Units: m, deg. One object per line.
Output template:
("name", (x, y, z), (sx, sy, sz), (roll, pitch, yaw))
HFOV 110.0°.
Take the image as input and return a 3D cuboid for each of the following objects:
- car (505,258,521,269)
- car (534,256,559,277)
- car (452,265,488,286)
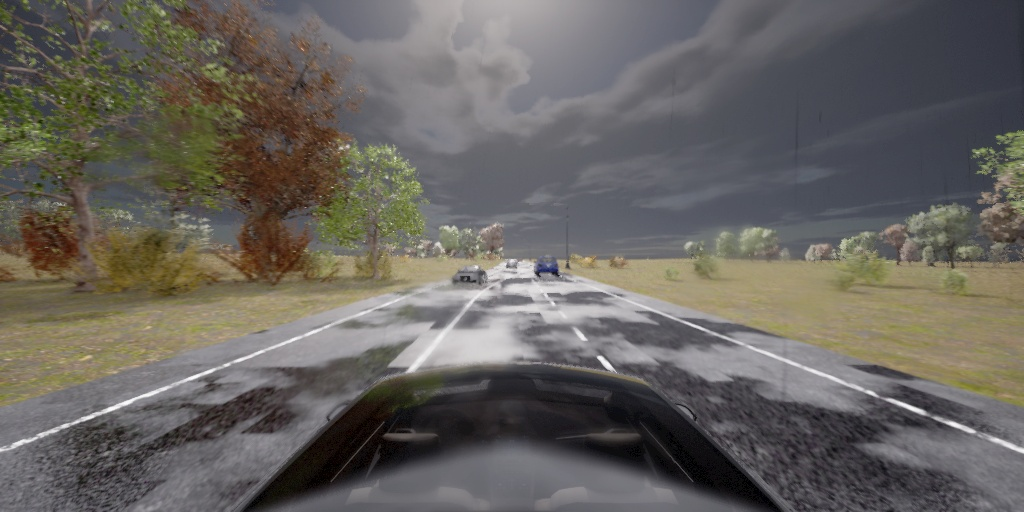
("car", (-0.035, 1.382, 59.733), (2.128, 1.511, 4.902), (0, 0, 1))
("car", (3.488, 1.045, 36.844), (2.150, 2.045, 5.566), (0, 0, 0))
("car", (-2.943, 1.364, 25.733), (1.994, 1.385, 4.181), (0, 0, 4))
